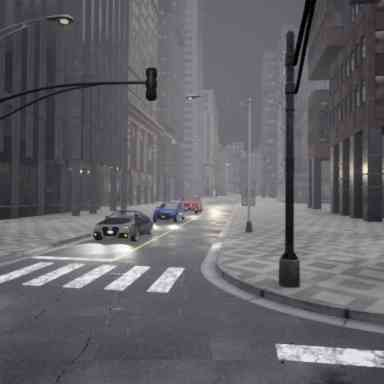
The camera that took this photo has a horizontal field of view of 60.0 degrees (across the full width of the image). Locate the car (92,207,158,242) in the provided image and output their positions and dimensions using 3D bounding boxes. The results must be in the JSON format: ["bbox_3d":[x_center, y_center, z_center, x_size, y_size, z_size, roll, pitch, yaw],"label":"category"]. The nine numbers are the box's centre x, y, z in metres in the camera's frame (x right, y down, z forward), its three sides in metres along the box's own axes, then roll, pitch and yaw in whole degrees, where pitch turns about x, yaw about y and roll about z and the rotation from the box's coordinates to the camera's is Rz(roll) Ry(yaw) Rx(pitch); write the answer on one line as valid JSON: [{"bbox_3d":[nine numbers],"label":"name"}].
[{"bbox_3d":[-3.372,1.633,16.964,1.994,1.385,4.181,0,0,9],"label":"car"}]

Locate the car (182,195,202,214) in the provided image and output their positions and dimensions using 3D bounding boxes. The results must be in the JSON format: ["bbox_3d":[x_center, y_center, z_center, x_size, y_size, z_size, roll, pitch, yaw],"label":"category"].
[{"bbox_3d":[-0.141,1.361,37.812,2.150,2.045,5.566,0,0,9],"label":"car"}]

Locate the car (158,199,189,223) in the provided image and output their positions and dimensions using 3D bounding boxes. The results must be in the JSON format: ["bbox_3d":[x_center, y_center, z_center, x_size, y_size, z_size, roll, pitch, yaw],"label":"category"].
[{"bbox_3d":[-1.782,1.581,27.254,1.882,1.535,5.008,0,0,8],"label":"car"}]
